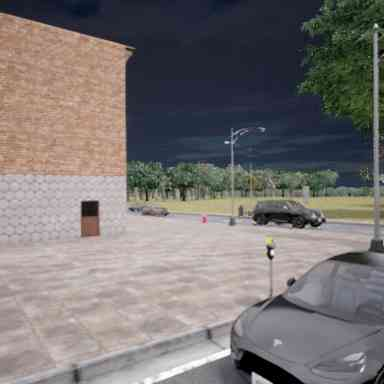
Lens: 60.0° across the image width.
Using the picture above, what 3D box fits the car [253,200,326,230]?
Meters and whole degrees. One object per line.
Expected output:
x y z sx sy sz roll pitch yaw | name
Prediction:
6.985 1.600 24.604 2.150 2.045 5.566 -1 -1 -35 | car

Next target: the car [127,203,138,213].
-8.379 2.463 51.321 1.837 1.490 4.892 -1 -1 -35 | car

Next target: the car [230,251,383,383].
2.495 1.582 4.594 4.313 1.339 1.947 0 -1 -35 | car

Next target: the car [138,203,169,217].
-4.503 2.333 40.796 1.994 1.385 4.181 -1 -1 -35 | car
